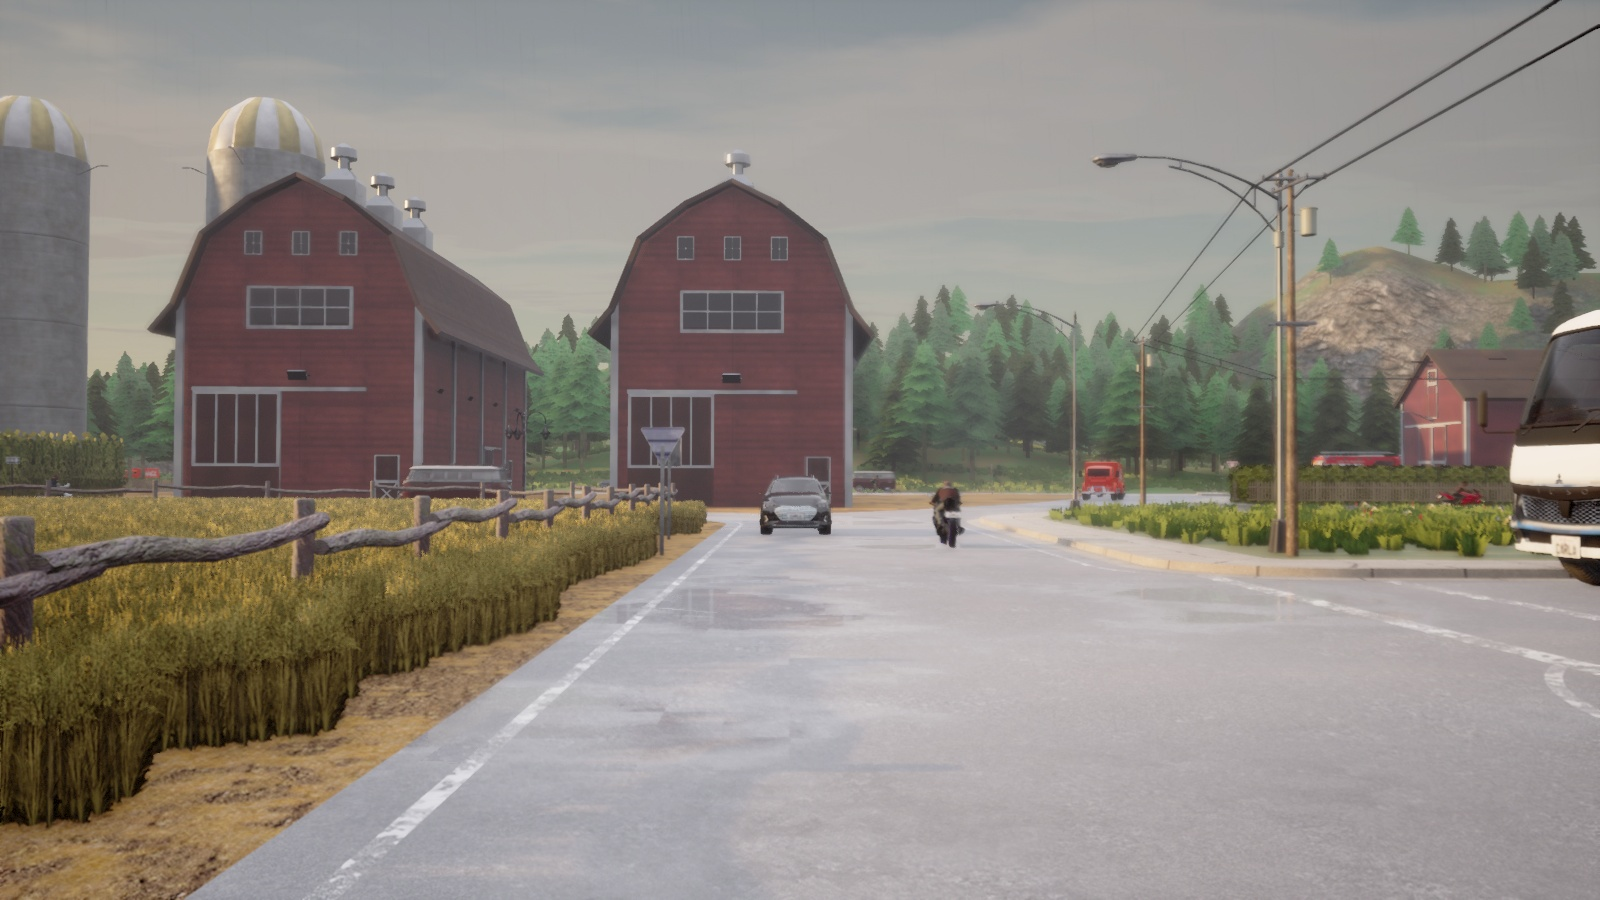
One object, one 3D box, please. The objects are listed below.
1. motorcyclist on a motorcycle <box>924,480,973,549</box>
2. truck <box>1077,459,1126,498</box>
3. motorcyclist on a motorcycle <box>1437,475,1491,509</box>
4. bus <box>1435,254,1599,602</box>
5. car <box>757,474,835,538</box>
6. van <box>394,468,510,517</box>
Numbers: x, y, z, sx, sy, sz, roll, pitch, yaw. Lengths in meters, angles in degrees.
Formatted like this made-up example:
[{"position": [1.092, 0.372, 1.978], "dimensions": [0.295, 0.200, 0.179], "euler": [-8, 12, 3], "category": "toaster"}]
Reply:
[{"position": [3.415, 1.470, 29.089], "dimensions": [0.866, 1.530, 2.191], "euler": [0, -1, 0], "category": "motorcyclist on a motorcycle"}, {"position": [19.667, 1.870, 81.744], "dimensions": [2.627, 2.467, 5.204], "euler": [-1, -2, 19], "category": "truck"}, {"position": [30.250, 1.914, 57.216], "dimensions": [2.044, 1.523, 0.797], "euler": [0, 0, 12], "category": "motorcyclist on a motorcycle"}, {"position": [14.883, -0.242, 17.275], "dimensions": [10.273, 4.253, 3.944], "euler": [0, -1, -1], "category": "bus"}, {"position": [-0.117, 1.512, 35.252], "dimensions": [2.033, 1.649, 4.856], "euler": [0, -1, 0], "category": "car"}, {"position": [-14.642, 1.775, 53.047], "dimensions": [4.442, 1.987, 1.775], "euler": [0, -1, -3], "category": "van"}]
